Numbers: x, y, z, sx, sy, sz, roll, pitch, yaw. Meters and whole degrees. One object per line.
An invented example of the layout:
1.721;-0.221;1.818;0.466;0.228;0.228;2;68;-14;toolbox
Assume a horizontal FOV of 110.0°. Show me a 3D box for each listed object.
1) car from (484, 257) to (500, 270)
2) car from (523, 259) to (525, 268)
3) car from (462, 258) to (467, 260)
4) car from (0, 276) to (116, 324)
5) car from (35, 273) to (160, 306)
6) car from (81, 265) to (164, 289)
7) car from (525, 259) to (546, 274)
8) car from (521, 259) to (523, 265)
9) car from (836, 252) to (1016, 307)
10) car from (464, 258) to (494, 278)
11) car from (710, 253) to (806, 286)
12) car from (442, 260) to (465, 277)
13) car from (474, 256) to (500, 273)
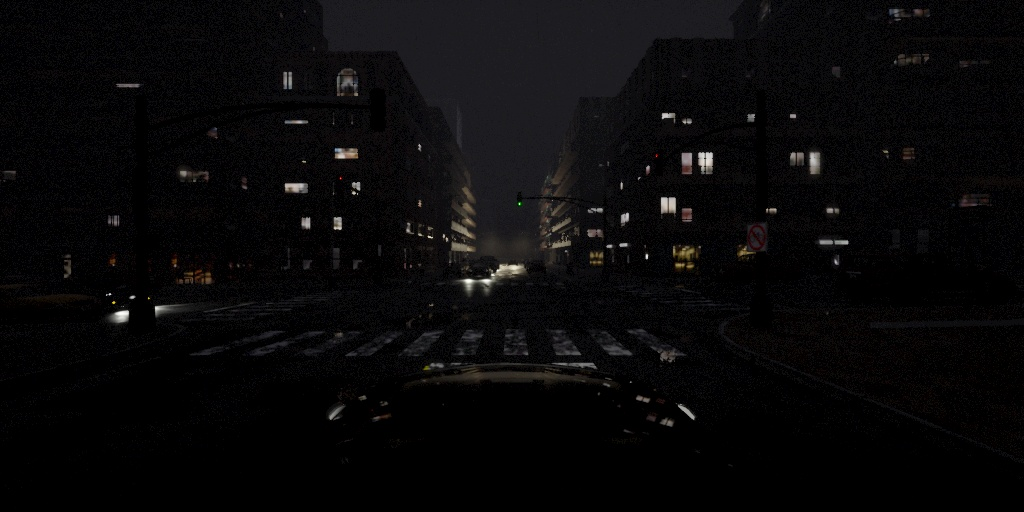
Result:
-2.953;1.116;54.389;2.097;1.767;4.553;0;0;0;car
2.802;1.200;46.437;1.967;1.591;4.097;0;0;0;car
-5.593;1.283;40.604;1.751;1.417;4.829;0;0;0;car
-17.602;1.585;12.795;4.829;1.417;1.751;0;0;0;car
-18.288;1.628;15.380;4.181;1.385;1.994;-1;0;0;car
-23.550;1.462;21.106;5.009;1.841;2.192;0;0;0;car
2.788;1.198;40.754;1.967;1.591;4.097;0;0;0;car
2.831;1.348;57.802;1.802;1.307;4.207;0;0;0;car
14.738;0.775;12.997;5.009;1.841;2.192;0;0;0;car
-3.020;1.233;34.074;1.882;1.535;5.008;0;0;0;car
14.625;0.759;21.376;5.009;1.841;2.192;0;0;0;car
-5.606;1.322;35.091;1.948;1.339;4.313;0;0;0;car
-2.993;0.981;44.056;2.150;2.045;5.566;0;0;0;car
